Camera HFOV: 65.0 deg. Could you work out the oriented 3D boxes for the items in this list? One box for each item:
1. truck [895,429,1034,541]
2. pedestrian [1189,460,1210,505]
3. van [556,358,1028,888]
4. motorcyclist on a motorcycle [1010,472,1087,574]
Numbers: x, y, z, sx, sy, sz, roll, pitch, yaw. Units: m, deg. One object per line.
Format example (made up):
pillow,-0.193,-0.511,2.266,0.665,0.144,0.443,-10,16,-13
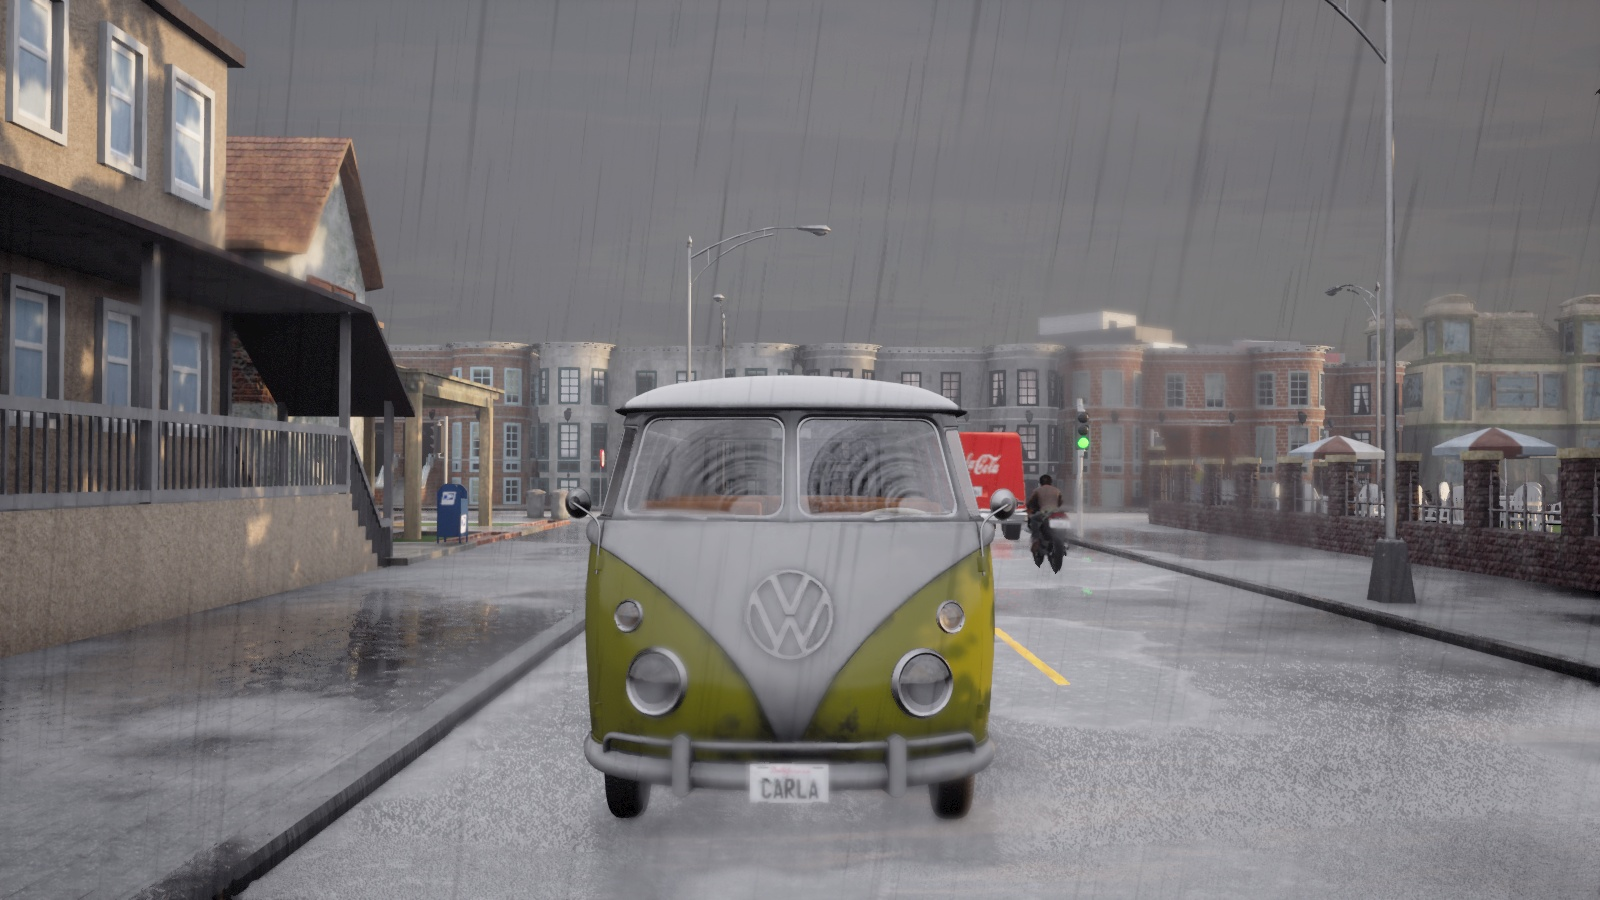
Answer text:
truck,3.835,0.821,30.349,2.627,2.467,5.204,0,-1,0
pedestrian,16.086,1.304,50.525,0.706,1.836,0.354,0,-1,-7
van,-0.043,0.684,6.958,1.775,1.987,4.442,0,-1,0
motorcyclist on a motorcycle,3.892,1.113,19.817,0.797,1.523,2.044,0,-1,0
